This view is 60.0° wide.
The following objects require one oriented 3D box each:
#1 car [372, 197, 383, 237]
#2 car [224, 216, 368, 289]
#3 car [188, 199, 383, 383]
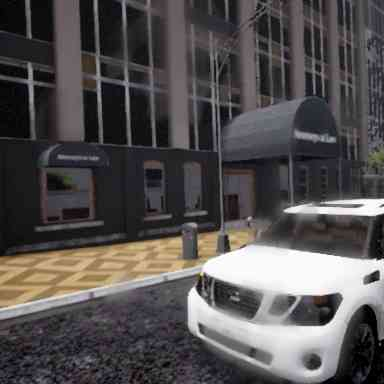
[{"bbox_3d":[11.086,1.093,16.312,5.009,1.841,2.192,-1,-1,-40],"label":"car"},{"bbox_3d":[3.164,1.524,9.674,4.313,1.339,1.947,-1,-1,-40],"label":"car"},{"bbox_3d":[2.527,1.185,5.580,5.566,2.045,2.150,-1,0,-40],"label":"car"}]
